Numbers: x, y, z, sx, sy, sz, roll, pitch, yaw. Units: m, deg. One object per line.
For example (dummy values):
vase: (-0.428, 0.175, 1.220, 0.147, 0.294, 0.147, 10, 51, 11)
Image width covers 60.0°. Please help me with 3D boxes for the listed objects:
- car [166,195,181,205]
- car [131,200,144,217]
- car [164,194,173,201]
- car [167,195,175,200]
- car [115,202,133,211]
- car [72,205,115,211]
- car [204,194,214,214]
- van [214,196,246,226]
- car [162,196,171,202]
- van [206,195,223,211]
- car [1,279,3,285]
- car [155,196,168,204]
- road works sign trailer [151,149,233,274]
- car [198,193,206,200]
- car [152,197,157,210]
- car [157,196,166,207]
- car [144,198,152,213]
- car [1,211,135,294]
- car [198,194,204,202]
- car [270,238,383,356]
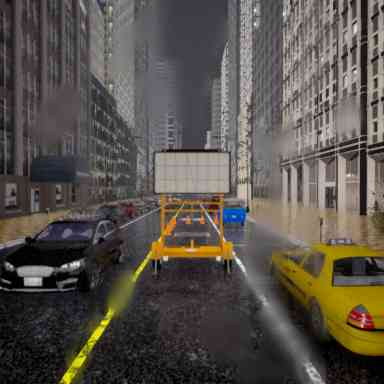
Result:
car: (-3.011, 1.336, 59.215, 2.097, 1.767, 4.553, 0, 0, 0)
car: (-5.693, 1.538, 28.838, 1.887, 1.381, 4.507, -1, 0, 0)
car: (-5.686, 1.419, 79.991, 1.967, 1.590, 4.097, -1, 0, 0)
car: (-5.683, 1.501, 91.189, 1.752, 1.417, 4.829, -1, 0, 0)
car: (-5.694, 1.560, 23.155, 1.947, 1.339, 4.313, -1, 0, 0)
car: (-5.695, 1.547, 17.471, 2.008, 1.369, 4.403, -1, 0, 0)
car: (2.686, 1.307, 34.520, 2.192, 1.841, 5.009, -1, 0, 0)
van: (2.685, 1.336, 23.153, 1.690, 1.788, 3.998, -1, 0, 0)
car: (-5.685, 1.563, 74.307, 1.802, 1.307, 4.206, -1, 0, 0)
van: (2.687, 1.332, 40.204, 1.690, 1.788, 3.998, -1, 0, 0)
car: (-5.698, 1.439, 6.104, 1.967, 1.590, 4.097, -1, 0, 0)
car: (-5.687, 1.535, 62.940, 2.008, 1.369, 4.403, -1, 0, 0)
road works sign trailer: (0.003, 0.462, 10.502, 2.380, 3.560, 2.880, 0, 0, 0)
car: (2.695, 1.290, 91.357, 2.192, 1.841, 5.009, -1, 0, 0)
car: (-5.691, 1.572, 40.206, 1.802, 1.307, 4.206, -1, 0, 0)
car: (-5.690, 1.538, 51.573, 2.008, 1.369, 4.403, -1, 0, 0)
car: (-5.693, 1.543, 34.522, 2.008, 1.369, 4.403, -1, 0, 0)
car: (-3.101, 1.489, 8.946, 2.128, 1.511, 4.902, 0, 0, 0)
car: (2.693, 1.535, 62.938, 2.008, 1.369, 4.403, -1, 0, 0)
car: (2.684, 1.524, 6.272, 1.752, 1.417, 4.829, -1, 0, 0)
